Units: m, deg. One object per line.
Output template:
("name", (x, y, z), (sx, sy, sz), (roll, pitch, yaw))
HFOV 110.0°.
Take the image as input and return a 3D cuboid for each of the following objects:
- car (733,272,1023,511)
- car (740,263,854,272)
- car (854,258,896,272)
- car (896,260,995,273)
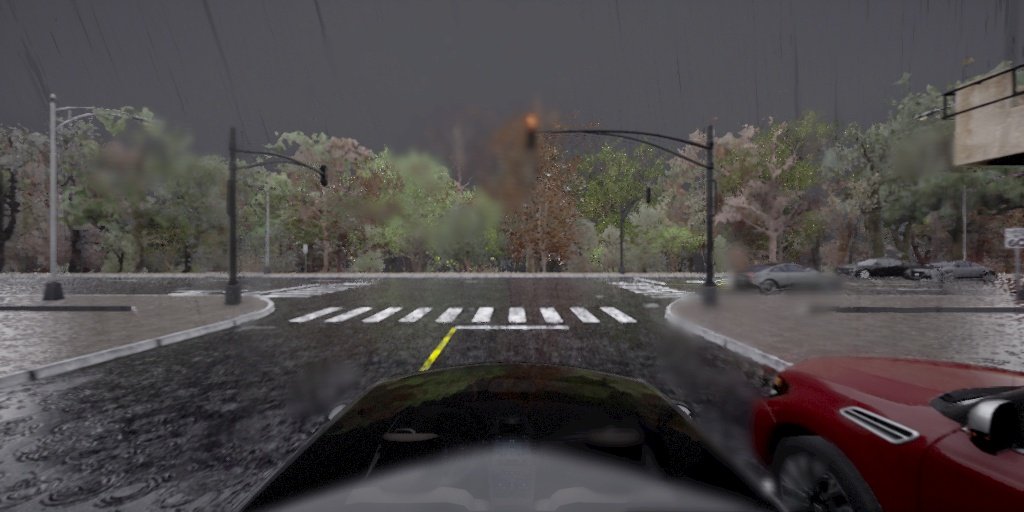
("car", (2.828, 1.080, 0.635), (2.192, 1.841, 5.009), (0, 0, 0))
("car", (12.675, 1.019, 16.615), (4.181, 1.385, 1.994), (0, 0, 1))
("car", (26.545, 0.899, 26.210), (5.008, 1.535, 1.882), (0, 0, 1))
("car", (27.884, 0.990, 22.935), (4.181, 1.385, 1.994), (0, 0, 1))
